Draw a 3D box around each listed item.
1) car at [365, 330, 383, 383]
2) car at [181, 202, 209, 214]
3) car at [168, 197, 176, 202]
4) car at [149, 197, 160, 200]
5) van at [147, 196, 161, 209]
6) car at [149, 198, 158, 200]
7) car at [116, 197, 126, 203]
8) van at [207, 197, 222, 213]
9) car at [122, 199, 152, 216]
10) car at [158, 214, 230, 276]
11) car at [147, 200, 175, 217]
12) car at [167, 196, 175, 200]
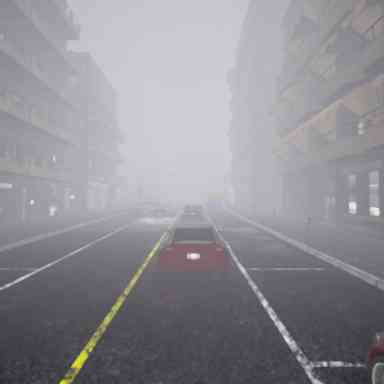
[{"bbox_3d":[2.703,1.593,1.868,1.802,1.307,4.206,1,0,0],"label":"car"},{"bbox_3d":[0.074,1.696,27.732,2.033,1.411,5.357,0,0,0],"label":"car"},{"bbox_3d":[-5.706,2.087,95.316,1.802,1.307,4.206,1,0,0],"label":"car"},{"bbox_3d":[-5.658,1.812,46.134,1.947,1.339,4.313,1,0,0],"label":"car"},{"bbox_3d":[-5.825,1.617,51.677,1.690,1.788,3.998,1,0,0],"label":"van"},{"bbox_3d":[-5.656,1.799,40.595,1.802,1.307,4.206,1,0,0],"label":"car"},{"bbox_3d":[-16.514,1.893,74.318,4.097,1.590,1.967,0,-1,0],"label":"car"},{"bbox_3d":[2.695,1.558,40.651,1.690,1.788,3.998,1,0,0],"label":"van"},{"bbox_3d":[-5.654,1.738,35.054,2.008,1.369,4.403,1,0,0],"label":"car"},{"bbox_3d":[0.062,1.622,10.530,1.994,1.385,4.181,0,0,1],"label":"car"},{"bbox_3d":[-3.109,1.785,34.440,1.895,1.301,4.718,0,0,0],"label":"car"},{"bbox_3d":[-5.701,1.916,89.742,1.967,1.590,4.097,1,0,0],"label":"car"}]
